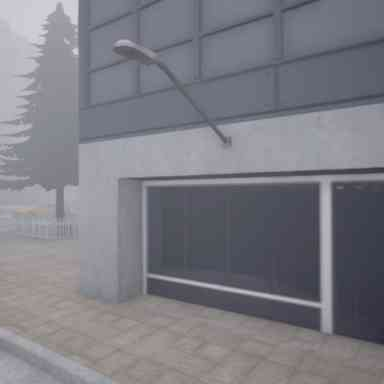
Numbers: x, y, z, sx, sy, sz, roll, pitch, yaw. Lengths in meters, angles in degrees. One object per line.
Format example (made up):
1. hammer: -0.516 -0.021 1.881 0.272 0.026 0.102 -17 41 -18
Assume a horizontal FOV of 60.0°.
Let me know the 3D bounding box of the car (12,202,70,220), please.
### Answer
1. car: -13.479 1.682 29.877 1.882 1.535 5.008 0 0 34
